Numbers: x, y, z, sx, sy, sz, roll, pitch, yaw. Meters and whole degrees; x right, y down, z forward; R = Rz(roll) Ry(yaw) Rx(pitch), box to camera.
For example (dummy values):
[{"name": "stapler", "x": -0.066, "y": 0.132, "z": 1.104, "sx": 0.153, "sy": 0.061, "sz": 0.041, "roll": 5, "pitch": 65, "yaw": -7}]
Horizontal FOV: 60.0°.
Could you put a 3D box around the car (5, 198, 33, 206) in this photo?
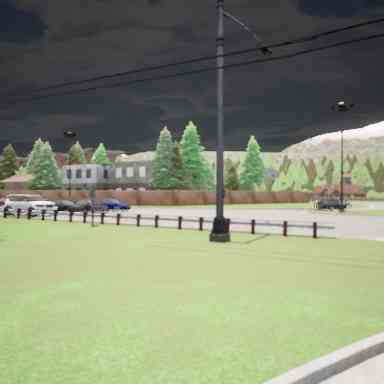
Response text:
[{"name": "car", "x": -28.519, "y": 1.635, "z": 54.798, "sx": 4.718, "sy": 1.301, "sz": 1.895, "roll": 0, "pitch": 0, "yaw": 30}]

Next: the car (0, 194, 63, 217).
[{"name": "car", "x": -15.173, "y": 1.245, "z": 31.252, "sx": 5.566, "sy": 2.045, "sz": 2.150, "roll": 0, "pitch": 0, "yaw": 29}]

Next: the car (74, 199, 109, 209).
[{"name": "car", "x": -14.240, "y": 1.666, "z": 46.894, "sx": 4.718, "sy": 1.301, "sz": 1.895, "roll": 0, "pitch": 0, "yaw": 27}]

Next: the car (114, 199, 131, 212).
[{"name": "car", "x": -9.644, "y": 1.542, "z": 40.189, "sx": 5.008, "sy": 1.535, "sz": 1.882, "roll": 0, "pitch": 0, "yaw": 29}]

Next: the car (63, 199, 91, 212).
[{"name": "car", "x": -13.188, "y": 1.515, "z": 34.151, "sx": 5.008, "sy": 1.535, "sz": 1.882, "roll": 0, "pitch": 0, "yaw": 29}]

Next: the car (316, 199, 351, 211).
[{"name": "car", "x": 18.732, "y": 1.677, "z": 43.884, "sx": 4.892, "sy": 1.490, "sz": 1.837, "roll": 0, "pitch": 1, "yaw": -22}]

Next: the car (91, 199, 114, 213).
[{"name": "car", "x": -11.448, "y": 1.576, "z": 37.202, "sx": 4.674, "sy": 1.442, "sz": 1.812, "roll": 0, "pitch": 0, "yaw": 29}]

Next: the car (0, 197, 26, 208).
[{"name": "car", "x": -27.418, "y": 1.553, "z": 50.157, "sx": 4.674, "sy": 1.442, "sz": 1.812, "roll": 0, "pitch": 0, "yaw": 29}]
